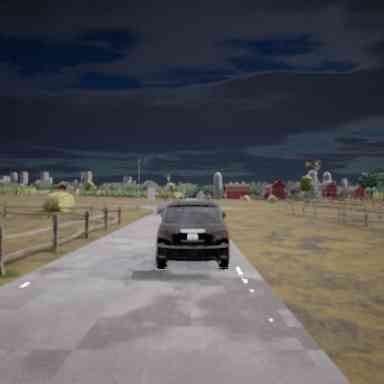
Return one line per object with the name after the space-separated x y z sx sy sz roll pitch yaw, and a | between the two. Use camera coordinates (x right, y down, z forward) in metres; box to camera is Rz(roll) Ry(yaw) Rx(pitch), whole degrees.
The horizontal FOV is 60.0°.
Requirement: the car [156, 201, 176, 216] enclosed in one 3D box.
-2.776 1.735 36.422 1.837 1.490 4.892 0 -1 0 | car

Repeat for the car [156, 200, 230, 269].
0.045 1.288 11.558 2.150 2.045 5.566 0 0 1 | car

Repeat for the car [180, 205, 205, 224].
0.054 1.763 27.056 1.895 1.301 4.718 0 0 1 | car
